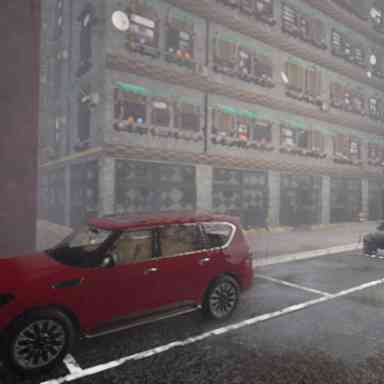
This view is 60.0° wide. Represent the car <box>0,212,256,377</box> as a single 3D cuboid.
[{"bbox_3d":[-1.087,1.326,5.764,5.009,1.841,2.192,0,1,-35],"label":"car"}]

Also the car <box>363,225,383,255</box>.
[{"bbox_3d":[8.113,1.631,12.326,4.313,1.339,1.947,0,1,-35],"label":"car"}]
